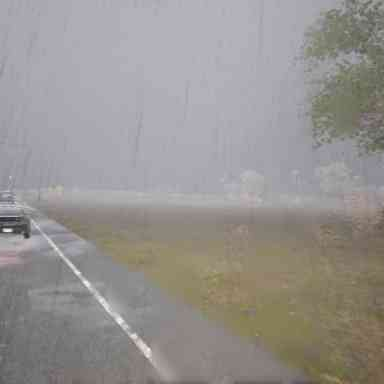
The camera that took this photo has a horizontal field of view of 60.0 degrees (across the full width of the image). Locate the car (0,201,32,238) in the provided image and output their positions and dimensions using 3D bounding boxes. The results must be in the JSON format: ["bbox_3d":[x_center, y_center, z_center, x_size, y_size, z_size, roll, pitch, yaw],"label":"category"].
[{"bbox_3d":[-9.182,1.400,16.583,1.837,1.490,4.892,1,0,-29],"label":"car"}]

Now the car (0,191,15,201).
[{"bbox_3d":[-28.672,0.874,51.252,2.150,2.045,5.566,1,0,-29],"label":"car"}]
